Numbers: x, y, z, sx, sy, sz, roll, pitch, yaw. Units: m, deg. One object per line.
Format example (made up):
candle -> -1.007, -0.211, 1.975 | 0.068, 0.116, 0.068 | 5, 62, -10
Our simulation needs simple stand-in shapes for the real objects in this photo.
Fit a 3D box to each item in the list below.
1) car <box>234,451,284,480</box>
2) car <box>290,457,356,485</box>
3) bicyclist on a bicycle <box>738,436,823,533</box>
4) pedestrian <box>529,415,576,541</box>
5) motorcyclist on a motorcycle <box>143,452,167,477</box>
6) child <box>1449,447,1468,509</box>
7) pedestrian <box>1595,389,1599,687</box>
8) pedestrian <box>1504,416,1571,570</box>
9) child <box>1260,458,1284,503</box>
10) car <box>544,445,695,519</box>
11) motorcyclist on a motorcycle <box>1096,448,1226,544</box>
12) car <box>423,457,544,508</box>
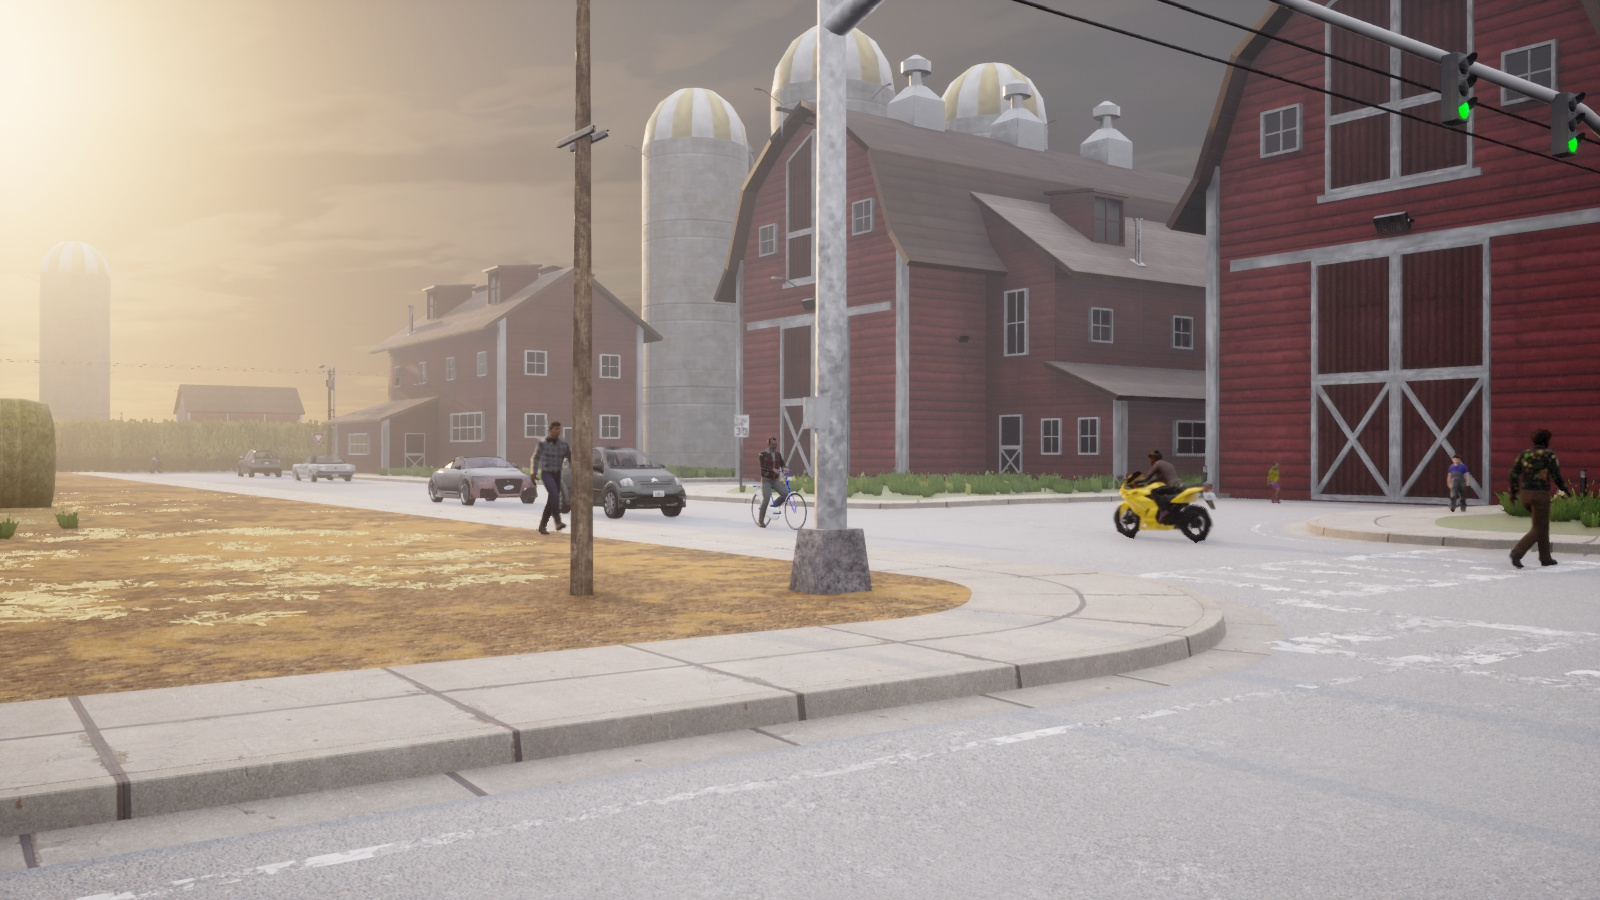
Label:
car -> -31.432, 0.861, 72.892 | 1.851, 1.617, 3.988 | 0, 0, -36
car -> -23.620, 1.020, 62.095 | 1.895, 1.301, 4.718 | 0, 0, -36
bicyclist on a bicycle -> -0.399, 0.641, 24.027 | 0.659, 1.776, 1.843 | -1, 0, -36
pedestrian -> -3.912, 0.436, 19.839 | 0.423, 1.949, 0.788 | 0, 0, -38
motorcyclist on a motorcycle -> -43.680, 0.983, 85.107 | 0.766, 1.649, 2.350 | 1, 0, -11
child -> 13.651, 0.573, 26.044 | 0.270, 1.263, 0.437 | 0, 0, 38
pedestrian -> 5.242, 0.542, 7.513 | 0.370, 1.835, 0.726 | 0, 0, -26
pedestrian -> 9.459, 0.539, 16.107 | 0.692, 1.930, 0.395 | 0, 0, -21
child -> 12.300, 0.794, 32.725 | 0.299, 1.160, 0.473 | 0, 0, -39
car -> -4.279, 0.697, 29.392 | 1.851, 1.617, 3.988 | 0, 0, -36
motorcyclist on a motorcycle -> 6.039, 0.739, 21.103 | 0.797, 1.523, 2.044 | 0, 0, -36
car -> -9.154, 0.890, 36.138 | 1.994, 1.385, 4.181 | 0, 0, -36
